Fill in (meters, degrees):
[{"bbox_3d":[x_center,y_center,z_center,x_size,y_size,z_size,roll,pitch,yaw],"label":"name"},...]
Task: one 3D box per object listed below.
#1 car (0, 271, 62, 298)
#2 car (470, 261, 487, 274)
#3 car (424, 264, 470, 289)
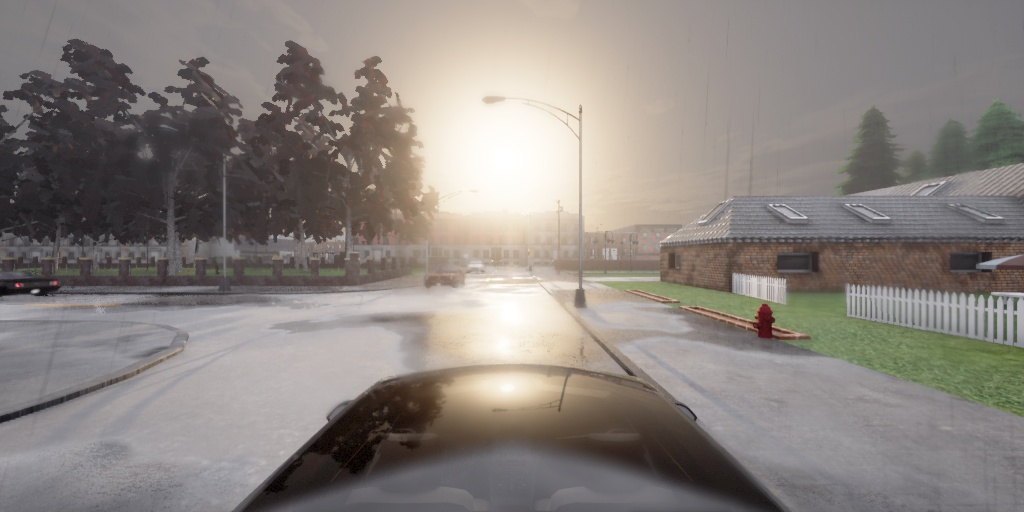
[{"bbox_3d":[-24.341,1.351,16.669,4.718,1.301,1.895,0,0,0],"label":"car"},{"bbox_3d":[-4.091,1.275,41.392,1.812,1.442,4.674,0,0,0],"label":"car"},{"bbox_3d":[-4.173,1.351,23.076,1.895,1.301,4.718,0,0,2],"label":"car"}]
